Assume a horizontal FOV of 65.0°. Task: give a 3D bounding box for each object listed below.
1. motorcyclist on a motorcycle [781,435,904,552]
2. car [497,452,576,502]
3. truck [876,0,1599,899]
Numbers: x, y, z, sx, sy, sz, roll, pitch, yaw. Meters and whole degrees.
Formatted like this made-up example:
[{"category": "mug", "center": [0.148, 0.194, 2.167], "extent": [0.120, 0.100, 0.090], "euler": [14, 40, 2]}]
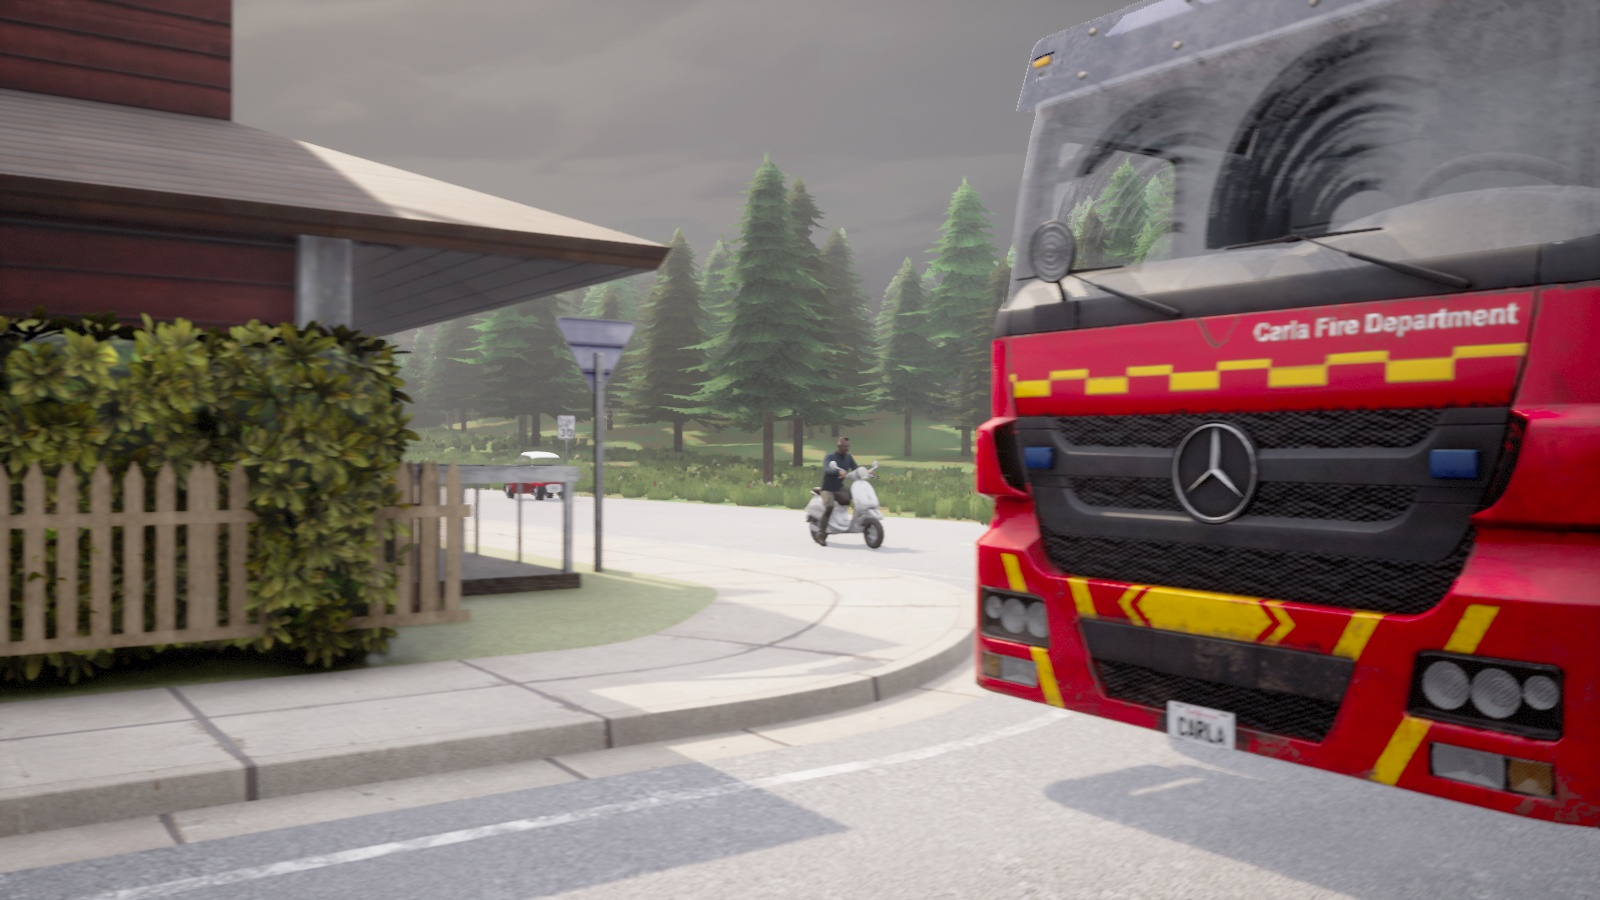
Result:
[{"category": "motorcyclist on a motorcycle", "center": [0.592, 0.598, 18.174], "extent": [0.866, 1.590, 1.817], "euler": [0, 0, -35]}, {"category": "car", "center": [-7.595, 0.760, 36.108], "extent": [1.481, 1.376, 2.207], "euler": [0, 0, -35]}, {"category": "truck", "center": [4.655, -0.461, 6.896], "extent": [8.468, 3.827, 2.891], "euler": [-1, 1, -35]}]
